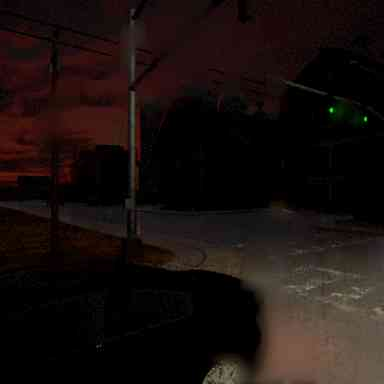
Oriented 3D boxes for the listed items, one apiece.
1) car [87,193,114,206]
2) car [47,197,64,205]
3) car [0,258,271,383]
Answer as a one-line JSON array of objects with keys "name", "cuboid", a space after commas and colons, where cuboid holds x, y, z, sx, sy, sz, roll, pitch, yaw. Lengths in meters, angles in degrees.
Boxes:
[{"name": "car", "cuboid": [-13.807, 1.118, 50.592, 3.866, 1.878, 1.905, -2, 5, 11]}, {"name": "car", "cuboid": [-23.339, 1.537, 56.662, 1.994, 1.385, 4.181, 0, 0, -36]}, {"name": "car", "cuboid": [-1.432, 1.478, 3.099, 5.008, 1.535, 1.882, 0, 0, -36]}]
